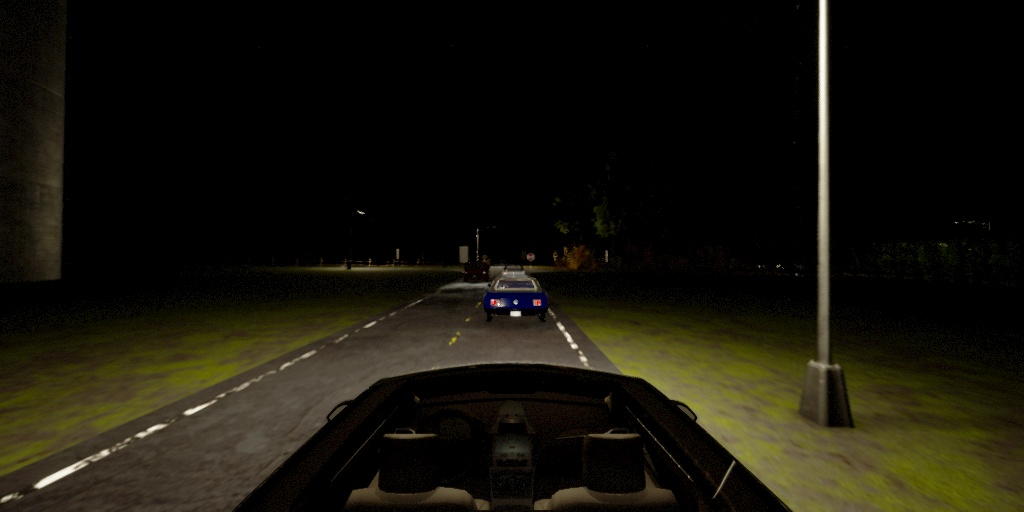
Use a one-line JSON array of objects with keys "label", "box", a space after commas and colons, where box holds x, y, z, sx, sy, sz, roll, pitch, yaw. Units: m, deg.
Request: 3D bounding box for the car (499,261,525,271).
[{"label": "car", "box": [0.128, 1.367, 30.050, 1.895, 1.301, 4.718, 0, 0, 0]}]

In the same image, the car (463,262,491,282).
[{"label": "car", "box": [-2.797, 1.242, 29.384, 1.882, 1.535, 5.008, 0, 0, 0]}]

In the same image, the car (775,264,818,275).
[{"label": "car", "box": [39.220, 1.863, 49.522, 5.008, 1.535, 1.882, 1, -1, 0]}]

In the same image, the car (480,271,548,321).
[{"label": "car", "box": [0.112, 1.354, 12.407, 1.895, 1.301, 4.718, 0, 0, 0]}]
